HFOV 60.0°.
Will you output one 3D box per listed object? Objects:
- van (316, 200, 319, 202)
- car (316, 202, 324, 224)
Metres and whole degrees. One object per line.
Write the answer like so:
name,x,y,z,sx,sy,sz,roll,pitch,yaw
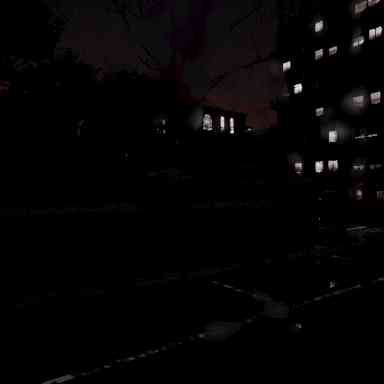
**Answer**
van,10.514,1.646,32.599,1.690,1.788,3.998,-1,0,-36
car,7.959,1.770,26.317,1.837,1.490,4.892,0,-1,-35
